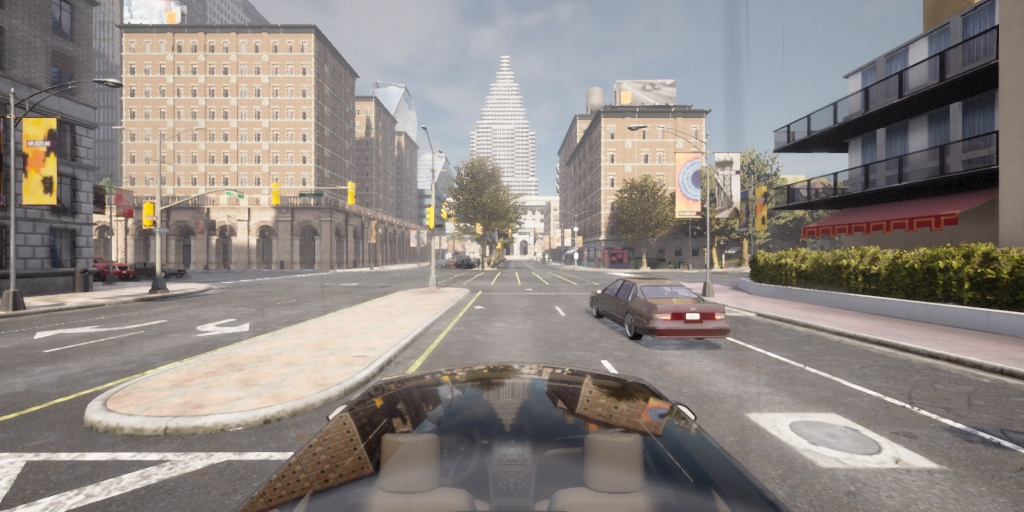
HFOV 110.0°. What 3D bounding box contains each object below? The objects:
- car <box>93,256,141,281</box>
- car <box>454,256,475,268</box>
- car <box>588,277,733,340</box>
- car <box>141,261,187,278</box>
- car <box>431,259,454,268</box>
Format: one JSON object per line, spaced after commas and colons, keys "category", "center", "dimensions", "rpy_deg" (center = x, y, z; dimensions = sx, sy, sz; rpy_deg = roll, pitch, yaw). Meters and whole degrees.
{"category": "car", "center": [-34.649, 0.973, 29.487], "dimensions": [5.566, 2.045, 2.150], "rpy_deg": [0, 0, 0]}
{"category": "car", "center": [-8.065, 0.974, 60.747], "dimensions": [2.150, 2.045, 5.566], "rpy_deg": [0, 0, 0]}
{"category": "car", "center": [3.634, 1.298, 9.937], "dimensions": [2.033, 1.411, 5.357], "rpy_deg": [0, 0, -3]}
{"category": "car", "center": [-32.850, 1.256, 33.014], "dimensions": [4.892, 1.490, 1.837], "rpy_deg": [0, 0, 0]}
{"category": "car", "center": [-11.560, 1.300, 60.123], "dimensions": [2.033, 1.411, 5.357], "rpy_deg": [0, 0, 0]}
